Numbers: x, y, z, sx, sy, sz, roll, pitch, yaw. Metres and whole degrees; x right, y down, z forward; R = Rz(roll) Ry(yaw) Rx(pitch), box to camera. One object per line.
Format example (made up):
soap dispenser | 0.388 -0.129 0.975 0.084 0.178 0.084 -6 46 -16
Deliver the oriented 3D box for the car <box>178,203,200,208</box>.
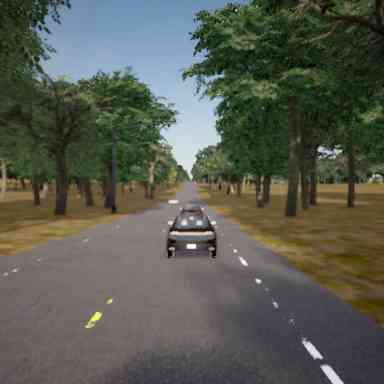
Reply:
car | -0.017 1.769 28.506 1.837 1.490 4.892 0 0 0

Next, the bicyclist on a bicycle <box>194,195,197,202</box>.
bicyclist on a bicycle | 0.839 1.680 86.900 0.866 1.612 1.509 0 0 0

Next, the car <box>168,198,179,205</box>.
car | -3.596 1.904 65.613 1.895 1.301 4.718 0 0 0

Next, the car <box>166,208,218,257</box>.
car | 0.003 1.623 13.517 2.128 1.511 4.902 0 0 0
